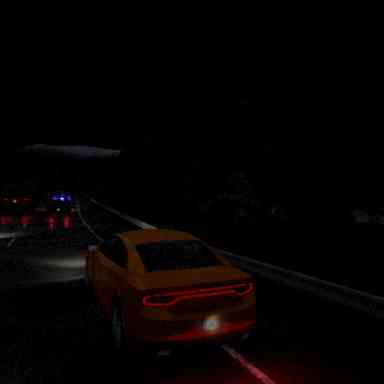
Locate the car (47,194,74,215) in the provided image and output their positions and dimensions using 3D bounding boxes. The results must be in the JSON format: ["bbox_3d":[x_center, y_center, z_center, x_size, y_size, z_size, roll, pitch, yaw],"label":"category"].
[{"bbox_3d":[-11.635,1.186,29.268,2.128,1.511,4.902,1,0,-20],"label":"car"}]

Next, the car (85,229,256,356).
[{"bbox_3d":[-0.813,1.443,6.325,1.882,1.535,5.008,1,0,-25],"label":"car"}]

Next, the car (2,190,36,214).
[{"bbox_3d":[-15.760,0.842,30.474,2.150,2.045,5.566,1,0,-20],"label":"car"}]

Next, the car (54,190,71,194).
[{"bbox_3d":[-15.380,0.814,39.638,2.150,2.045,5.566,1,0,-19],"label":"car"}]
